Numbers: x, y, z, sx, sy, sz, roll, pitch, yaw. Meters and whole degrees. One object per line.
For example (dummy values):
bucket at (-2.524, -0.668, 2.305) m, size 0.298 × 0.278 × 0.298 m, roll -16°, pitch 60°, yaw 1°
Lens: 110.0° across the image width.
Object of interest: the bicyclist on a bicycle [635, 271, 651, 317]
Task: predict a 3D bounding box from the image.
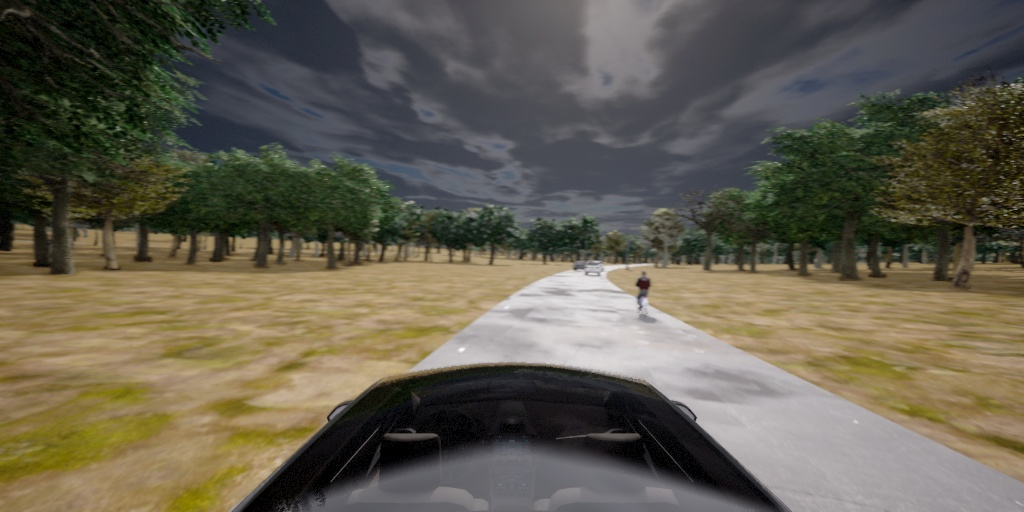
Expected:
bicyclist on a bicycle at (5.119, 1.452, 14.141) m, size 0.659 × 1.776 × 1.843 m, roll 2°, pitch 0°, yaw 8°

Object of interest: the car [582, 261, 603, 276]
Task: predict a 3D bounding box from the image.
car at (12.235, 1.841, 54.278) m, size 2.150 × 2.045 × 5.566 m, roll 2°, pitch 0°, yaw 14°
